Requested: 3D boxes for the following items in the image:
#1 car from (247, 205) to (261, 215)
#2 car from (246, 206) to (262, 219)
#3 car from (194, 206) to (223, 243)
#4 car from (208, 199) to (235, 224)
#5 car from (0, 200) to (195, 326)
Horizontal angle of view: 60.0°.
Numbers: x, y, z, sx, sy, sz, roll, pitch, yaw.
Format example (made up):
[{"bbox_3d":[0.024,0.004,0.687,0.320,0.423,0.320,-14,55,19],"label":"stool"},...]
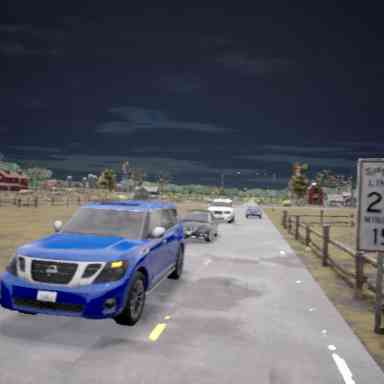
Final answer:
[{"bbox_3d":[9.395,2.702,50.416,1.895,1.301,4.718,2,-1,11],"label":"car"},{"bbox_3d":[7.433,2.407,40.015,2.033,1.411,5.357,2,-1,11],"label":"car"},{"bbox_3d":[0.323,1.740,17.994,1.837,1.490,4.892,2,-1,11],"label":"car"},{"bbox_3d":[2.755,1.731,30.766,2.150,2.045,5.566,2,0,11],"label":"car"},{"bbox_3d":[-1.606,1.235,7.598,2.150,2.045,5.566,2,-1,11],"label":"car"}]
